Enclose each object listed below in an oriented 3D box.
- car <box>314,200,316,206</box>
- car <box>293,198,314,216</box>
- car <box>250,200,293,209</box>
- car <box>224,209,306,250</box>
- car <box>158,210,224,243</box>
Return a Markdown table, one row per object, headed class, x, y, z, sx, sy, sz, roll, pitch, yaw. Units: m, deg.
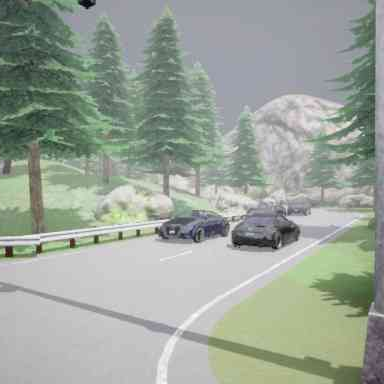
| class | x | y | z | sx | sy | sz | roll | pitch | yaw |
| --- | --- | --- | --- | --- | --- | --- | --- | --- | --- |
| car | 16.144 | 1.563 | 49.476 | 2.128 | 1.511 | 4.902 | 1 | -1 | -25 |
| car | 10.855 | 1.537 | 33.510 | 1.837 | 1.490 | 4.892 | 0 | 0 | 26 |
| car | 5.560 | 1.516 | 24.772 | 2.128 | 1.511 | 4.902 | 0 | 0 | 33 |
| car | 3.352 | 1.646 | 14.660 | 1.994 | 1.385 | 4.181 | 0 | -1 | 33 |
| car | 0.192 | 1.581 | 16.400 | 1.994 | 1.385 | 4.181 | 0 | 0 | 33 |
